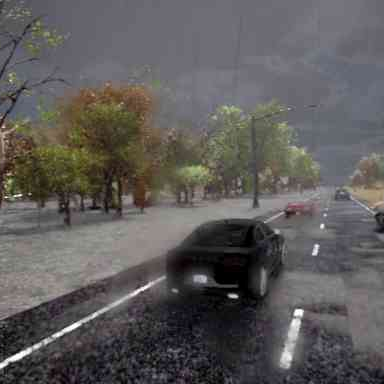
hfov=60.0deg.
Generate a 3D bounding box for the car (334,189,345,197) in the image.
[{"bbox_3d":[29.808,0.119,67.391,1.837,1.490,4.892,-2,0,23],"label":"car"}]

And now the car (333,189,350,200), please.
[{"bbox_3d":[22.872,0.295,50.773,2.097,1.767,4.553,-2,0,23],"label":"car"}]

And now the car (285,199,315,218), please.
[{"bbox_3d":[8.260,1.182,25.225,1.895,1.301,4.718,-2,0,23],"label":"car"}]

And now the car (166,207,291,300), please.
[{"bbox_3d":[1.111,1.394,8.359,1.882,1.535,5.008,-2,0,23],"label":"car"}]

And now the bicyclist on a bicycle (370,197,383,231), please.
[{"bbox_3d":[9.158,1.034,16.117,0.866,1.612,1.509,-2,0,23],"label":"bicyclist on a bicycle"}]
